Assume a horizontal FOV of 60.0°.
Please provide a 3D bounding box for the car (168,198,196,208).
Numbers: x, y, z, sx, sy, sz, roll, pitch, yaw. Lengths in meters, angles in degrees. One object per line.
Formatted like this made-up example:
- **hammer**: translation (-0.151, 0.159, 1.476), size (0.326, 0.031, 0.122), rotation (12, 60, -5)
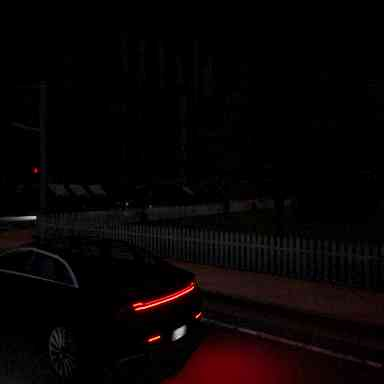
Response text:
- **car**: translation (-1.402, 1.601, 48.105), size (1.895, 1.301, 4.718), rotation (0, 0, 34)

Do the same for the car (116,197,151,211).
- **car**: translation (-6.960, 1.352, 39.885), size (2.097, 1.767, 4.553), rotation (0, 0, 34)

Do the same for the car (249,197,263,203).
- **car**: translation (12.330, 1.601, 61.873), size (1.895, 1.301, 4.718), rotation (0, 0, 34)

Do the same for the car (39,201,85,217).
- **car**: translation (-12.377, 1.564, 31.861), size (1.994, 1.385, 4.181), rotation (0, 0, 34)

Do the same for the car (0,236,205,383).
- **car**: translation (-2.118, 1.491, 5.451), size (4.902, 1.511, 2.128), rotation (0, 0, 36)

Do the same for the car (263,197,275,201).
- **car**: translation (15.208, 1.547, 59.887), size (2.033, 1.411, 5.357), rotation (0, 0, 34)
